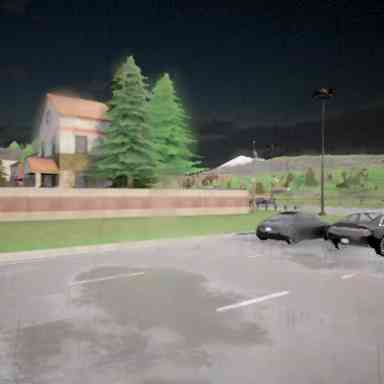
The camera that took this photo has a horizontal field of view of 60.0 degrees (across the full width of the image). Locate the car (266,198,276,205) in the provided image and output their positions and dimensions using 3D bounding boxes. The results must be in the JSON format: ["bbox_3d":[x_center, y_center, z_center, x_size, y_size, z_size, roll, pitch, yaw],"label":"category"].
[{"bbox_3d":[13.836,1.766,63.492,1.837,1.490,4.892,0,0,-35],"label":"car"}]

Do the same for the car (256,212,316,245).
[{"bbox_3d":[5.040,1.637,15.973,4.181,1.385,1.994,0,0,-35],"label":"car"}]

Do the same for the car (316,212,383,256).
[{"bbox_3d":[7.521,1.567,13.441,4.902,1.511,2.128,0,0,-35],"label":"car"}]

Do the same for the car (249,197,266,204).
[{"bbox_3d":[10.763,1.746,61.732,1.837,1.490,4.892,0,0,-35],"label":"car"}]
